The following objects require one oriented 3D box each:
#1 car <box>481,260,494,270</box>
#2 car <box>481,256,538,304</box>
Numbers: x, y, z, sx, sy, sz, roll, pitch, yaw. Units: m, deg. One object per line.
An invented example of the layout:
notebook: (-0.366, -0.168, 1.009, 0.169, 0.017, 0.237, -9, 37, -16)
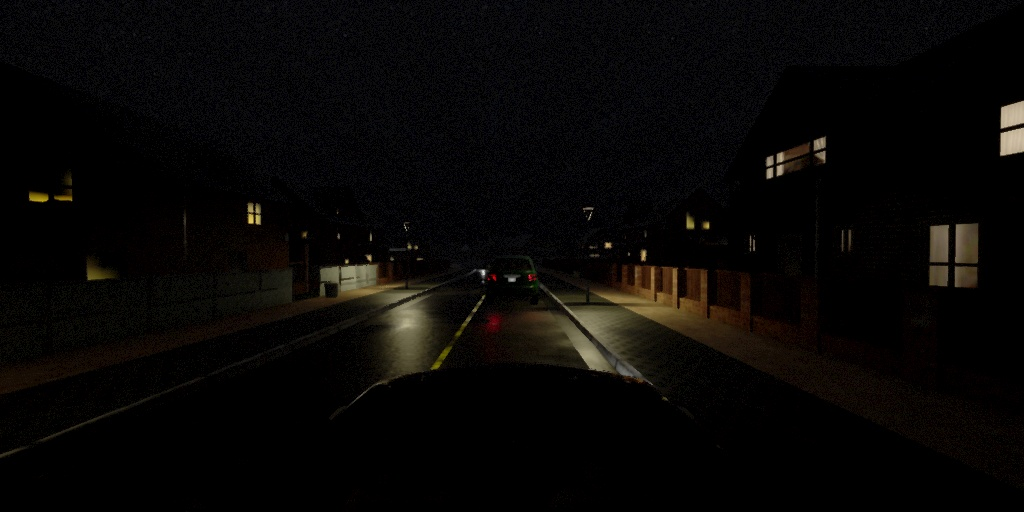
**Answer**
car: (-3.831, 1.414, 56.332, 1.837, 1.490, 4.892, 0, 0, -6)
car: (0.000, 1.014, 16.532, 2.150, 2.045, 5.566, 0, 0, 0)
